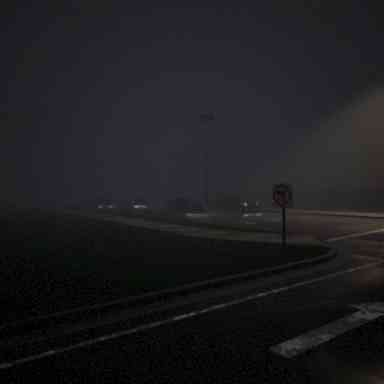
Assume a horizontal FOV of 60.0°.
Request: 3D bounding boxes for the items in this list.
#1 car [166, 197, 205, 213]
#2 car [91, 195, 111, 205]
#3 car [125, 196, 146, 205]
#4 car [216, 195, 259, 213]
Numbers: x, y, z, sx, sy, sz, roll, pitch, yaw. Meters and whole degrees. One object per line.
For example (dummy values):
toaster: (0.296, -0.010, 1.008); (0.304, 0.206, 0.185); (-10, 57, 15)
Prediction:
car: (-0.729, 1.264, 33.805); (1.882, 1.535, 5.008); (-1, 1, -36)
car: (-14.450, 1.266, 52.799); (1.882, 1.535, 5.008); (-1, 0, -35)
car: (-8.665, 1.313, 50.706); (1.994, 1.385, 4.181); (-1, 0, -36)
car: (4.412, 1.099, 32.707); (2.097, 1.767, 4.553); (-1, 0, -36)
